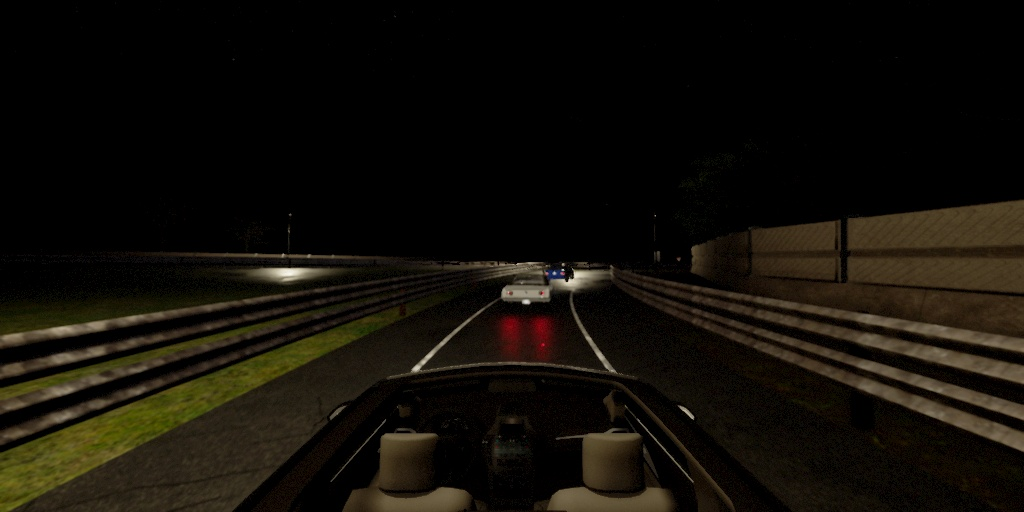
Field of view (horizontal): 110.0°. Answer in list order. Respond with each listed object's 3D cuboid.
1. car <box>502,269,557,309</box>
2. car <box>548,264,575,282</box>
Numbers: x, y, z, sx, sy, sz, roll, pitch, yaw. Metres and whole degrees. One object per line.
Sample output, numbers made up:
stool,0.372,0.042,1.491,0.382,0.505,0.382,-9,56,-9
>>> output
car,0.843,1.441,15.683,1.895,1.301,4.718,0,0,8
car,4.002,1.386,29.936,2.033,1.411,5.357,-1,0,17
